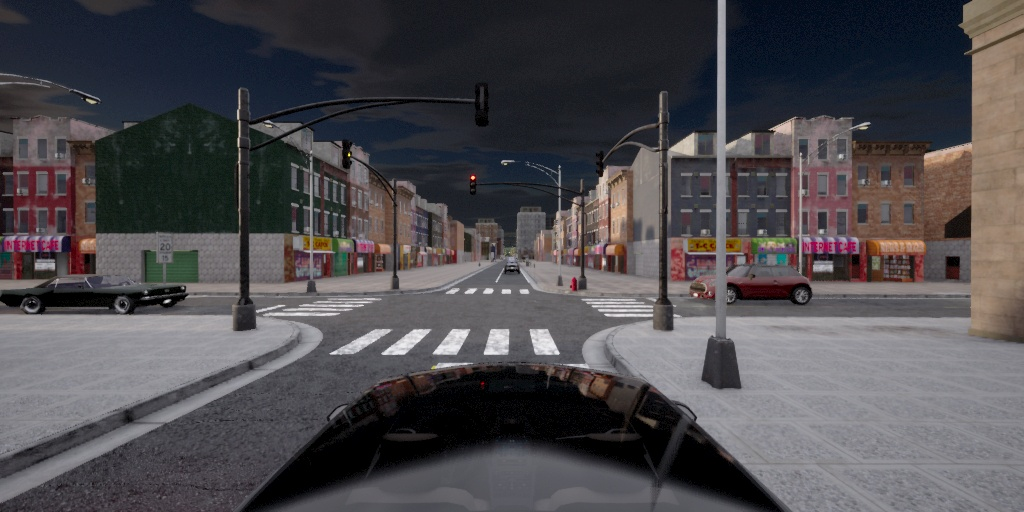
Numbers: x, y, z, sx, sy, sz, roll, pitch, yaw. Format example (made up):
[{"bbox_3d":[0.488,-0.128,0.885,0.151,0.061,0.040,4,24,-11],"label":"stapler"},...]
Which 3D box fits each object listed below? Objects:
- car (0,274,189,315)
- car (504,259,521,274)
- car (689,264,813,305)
[{"bbox_3d":[-14.637,1.312,12.836,4.718,1.301,1.895,0,0,-3],"label":"car"},{"bbox_3d":[0.015,1.313,40.627,1.948,1.339,4.313,0,0,0],"label":"car"},{"bbox_3d":[10.350,1.132,15.806,4.553,1.767,2.097,0,0,0],"label":"car"}]
